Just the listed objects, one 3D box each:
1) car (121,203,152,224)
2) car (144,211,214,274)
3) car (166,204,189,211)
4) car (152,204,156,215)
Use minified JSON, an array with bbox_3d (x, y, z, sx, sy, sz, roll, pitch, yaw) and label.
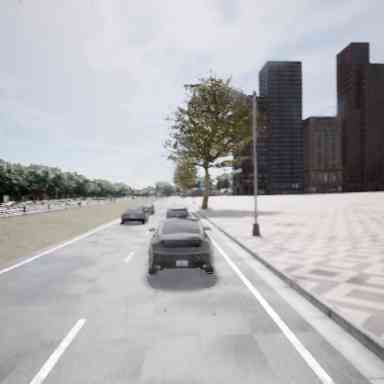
[{"bbox_3d":[-4.725,1.872,27.884,1.994,1.385,4.181,-1,-1,-3],"label":"car"},{"bbox_3d":[-0.377,1.607,10.952,1.837,1.490,4.892,-1,-1,-3],"label":"car"},{"bbox_3d":[-1.267,1.774,29.204,2.128,1.511,4.902,-1,-1,-3],"label":"car"},{"bbox_3d":[-5.345,1.951,39.376,2.033,1.411,5.357,-1,0,-2],"label":"car"}]
